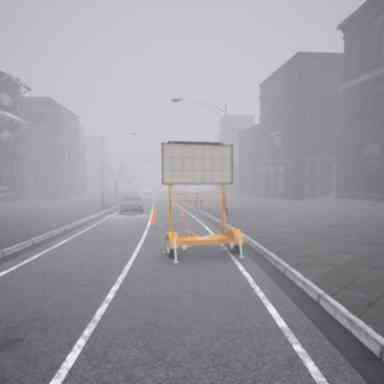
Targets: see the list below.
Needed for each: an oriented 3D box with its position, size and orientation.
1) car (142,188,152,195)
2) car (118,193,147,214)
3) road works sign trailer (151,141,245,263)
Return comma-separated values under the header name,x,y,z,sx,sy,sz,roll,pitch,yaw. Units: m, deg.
name,x,y,z,sx,sy,sz,roll,pitch,yaw
car,-9.128,-0.146,67.673,1.812,1.442,4.674,0,4,-6
car,-4.974,1.031,27.831,1.837,1.490,4.892,0,0,-6
road works sign trailer,0.139,0.161,10.910,2.380,3.560,2.880,-1,1,-16
